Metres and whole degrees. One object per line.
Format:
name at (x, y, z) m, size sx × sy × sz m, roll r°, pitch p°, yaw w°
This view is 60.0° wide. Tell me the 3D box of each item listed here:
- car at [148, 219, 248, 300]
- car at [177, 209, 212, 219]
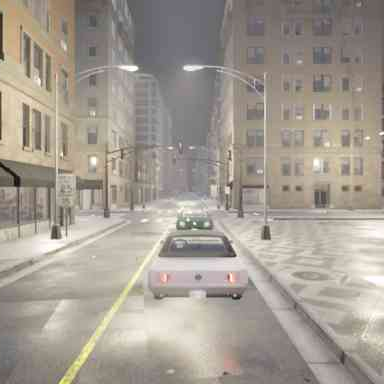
car at (0.115, 1.600, 8.354) m, size 1.895 × 1.301 × 4.718 m, roll 0°, pitch 0°, yaw 0°
car at (0.133, 1.599, 18.589) m, size 1.895 × 1.301 × 4.718 m, roll 0°, pitch 0°, yaw 0°
